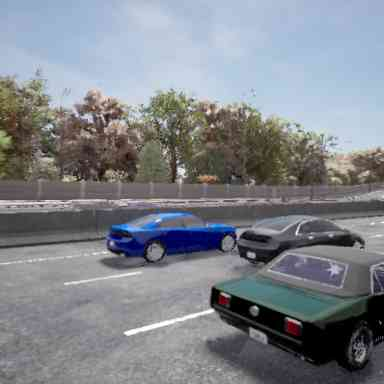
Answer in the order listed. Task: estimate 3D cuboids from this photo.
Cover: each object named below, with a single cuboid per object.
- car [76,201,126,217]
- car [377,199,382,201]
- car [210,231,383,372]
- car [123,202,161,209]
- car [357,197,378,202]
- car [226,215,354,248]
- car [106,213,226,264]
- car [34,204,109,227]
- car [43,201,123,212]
[{"bbox_3d":[-8.750,1.570,32.139,4.181,1.385,1.994,0,0,-35],"label":"car"},{"bbox_3d":[27.589,1.674,45.039,4.718,1.301,1.895,0,0,-35],"label":"car"},{"bbox_3d":[2.683,1.602,5.660,4.718,1.301,1.895,0,0,-35],"label":"car"},{"bbox_3d":[-4.889,1.572,30.593,4.181,1.385,1.994,0,0,-35],"label":"car"},{"bbox_3d":[25.580,1.396,47.906,4.674,1.442,1.812,0,0,-35],"label":"car"},{"bbox_3d":[3.620,1.508,10.626,4.892,1.490,1.837,0,0,-35],"label":"car"},{"bbox_3d":[-0.519,1.480,11.972,5.008,1.535,1.882,0,0,-36],"label":"car"},{"bbox_3d":[-8.511,1.604,23.715,4.718,1.301,1.895,0,0,-35],"label":"car"},{"bbox_3d":[-6.951,1.354,20.528,4.553,1.767,2.097,0,0,-35],"label":"car"}]
